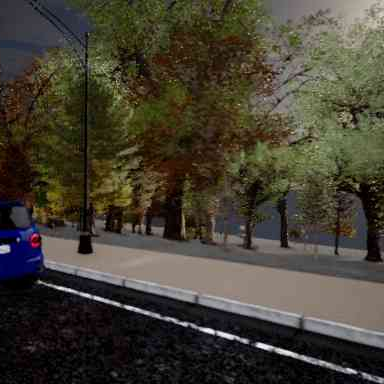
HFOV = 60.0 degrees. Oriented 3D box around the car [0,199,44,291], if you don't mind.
[{"bbox_3d":[-5.698,1.177,7.643,5.566,2.045,2.150,-1,0,35],"label":"car"}]
